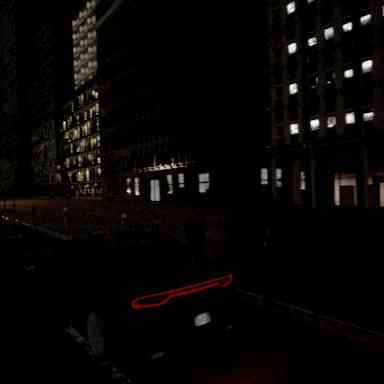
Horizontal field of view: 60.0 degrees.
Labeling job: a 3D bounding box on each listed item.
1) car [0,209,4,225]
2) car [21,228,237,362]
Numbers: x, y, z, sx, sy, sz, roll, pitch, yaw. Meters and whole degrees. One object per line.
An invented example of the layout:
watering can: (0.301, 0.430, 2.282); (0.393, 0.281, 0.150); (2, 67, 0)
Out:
car: (-14.001, 1.368, 22.305); (1.967, 1.590, 4.097); (-1, 1, -39)
car: (-1.422, 1.400, 5.994); (1.882, 1.535, 5.008); (-2, 1, -39)
